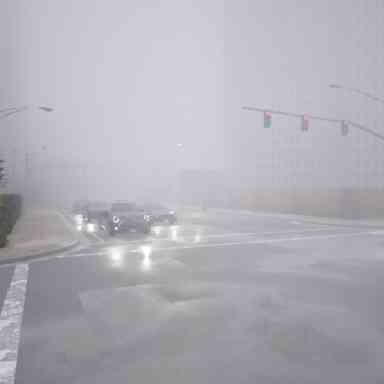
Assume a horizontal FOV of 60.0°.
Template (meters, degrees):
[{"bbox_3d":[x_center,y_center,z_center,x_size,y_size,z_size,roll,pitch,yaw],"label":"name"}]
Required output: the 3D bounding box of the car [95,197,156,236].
[{"bbox_3d":[-3.856,1.357,18.630,2.097,1.767,4.553,0,0,-25],"label":"car"}]

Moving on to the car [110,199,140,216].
[{"bbox_3d":[-6.917,1.487,33.677,1.882,1.535,5.008,0,0,-25],"label":"car"}]

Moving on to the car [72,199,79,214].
[{"bbox_3d":[-11.813,1.499,35.966,2.128,1.511,4.902,0,0,-24],"label":"car"}]

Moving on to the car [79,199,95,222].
[{"bbox_3d":[-7.710,1.485,27.012,1.882,1.535,5.008,0,0,-25],"label":"car"}]

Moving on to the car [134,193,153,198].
[{"bbox_3d":[-7.689,1.237,52.368,2.150,2.045,5.566,0,0,-24],"label":"car"}]

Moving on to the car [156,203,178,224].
[{"bbox_3d":[-2.826,1.555,24.766,2.033,1.411,5.357,0,0,-25],"label":"car"}]
